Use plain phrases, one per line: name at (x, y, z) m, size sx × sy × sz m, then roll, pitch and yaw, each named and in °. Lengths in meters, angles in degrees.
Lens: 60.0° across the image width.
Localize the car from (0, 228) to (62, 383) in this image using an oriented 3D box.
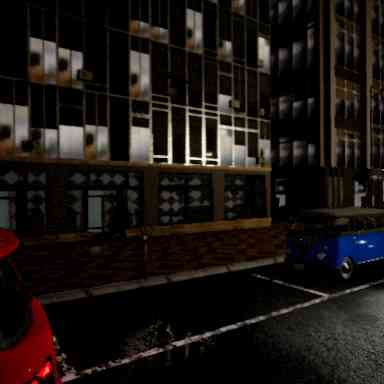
car at (-3.317, 1.215, 0.991) m, size 5.566 × 2.045 × 2.150 m, roll 1°, pitch 0°, yaw -35°

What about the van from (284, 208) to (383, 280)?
van at (4.444, 1.382, 9.726) m, size 3.998 × 1.788 × 1.690 m, roll 0°, pitch -1°, yaw -35°
